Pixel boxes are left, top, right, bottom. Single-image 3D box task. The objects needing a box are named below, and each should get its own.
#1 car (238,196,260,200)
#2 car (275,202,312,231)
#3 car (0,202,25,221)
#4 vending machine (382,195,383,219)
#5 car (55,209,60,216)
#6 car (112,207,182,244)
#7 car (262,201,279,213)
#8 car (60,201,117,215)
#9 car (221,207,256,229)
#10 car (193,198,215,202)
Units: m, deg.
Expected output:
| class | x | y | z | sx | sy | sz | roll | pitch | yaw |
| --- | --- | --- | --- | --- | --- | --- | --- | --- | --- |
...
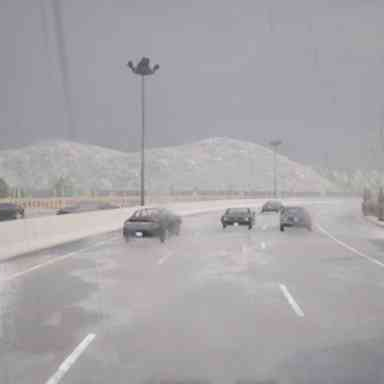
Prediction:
| class | x | y | z | sx | sy | sz | roll | pitch | yaw |
| --- | --- | --- | --- | --- | --- | --- | --- | --- | --- |
| car | 11.031 | 1.537 | 61.252 | 2.097 | 1.767 | 4.553 | 0 | 0 | 38 |
| car | 6.532 | 1.620 | 21.216 | 2.033 | 1.411 | 5.357 | 0 | 0 | 15 |
| car | -14.441 | 1.480 | 24.219 | 1.837 | 1.490 | 4.892 | 0 | 0 | 14 |
| vending machine | 17.428 | 1.337 | 29.351 | 1.100 | 2.100 | 0.880 | 0 | 0 | 23 |
| car | -9.545 | 1.556 | 29.200 | 2.033 | 1.411 | 5.357 | 0 | 0 | 17 |
| car | -1.730 | 1.513 | 15.965 | 2.128 | 1.511 | 4.902 | 0 | 0 | 10 |
| car | 9.552 | 1.684 | 38.907 | 1.994 | 1.385 | 4.181 | 0 | 0 | 26 |
| car | -7.161 | 1.489 | 24.590 | 1.882 | 1.535 | 5.008 | 0 | 0 | 15 |
| car | 3.209 | 1.659 | 22.151 | 1.895 | 1.301 | 4.718 | 0 | 0 | 15 |
| car | 2.165 | 1.726 | 61.028 | 1.895 | 1.301 | 4.718 | 0 | 0 | 36 |
